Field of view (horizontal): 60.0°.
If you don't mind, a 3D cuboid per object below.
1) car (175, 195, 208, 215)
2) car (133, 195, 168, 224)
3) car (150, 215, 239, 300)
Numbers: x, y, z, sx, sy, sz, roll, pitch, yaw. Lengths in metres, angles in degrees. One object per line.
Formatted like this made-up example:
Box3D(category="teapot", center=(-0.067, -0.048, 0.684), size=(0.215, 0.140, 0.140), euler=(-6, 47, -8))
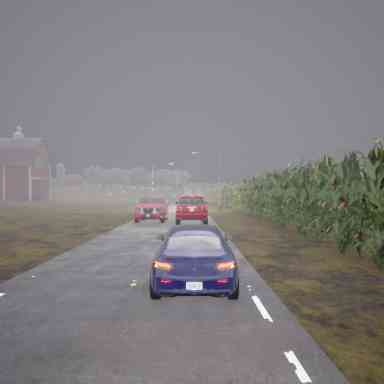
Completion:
Box3D(category="car", center=(-0.046, 1.246, 23.933), size=(2.150, 2.045, 5.566), euler=(0, 0, -1))
Box3D(category="car", center=(-2.993, 1.252, 25.323), size=(2.150, 2.045, 5.566), euler=(0, 0, 0))
Box3D(category="car", center=(0.061, 1.524, 8.289), size=(1.812, 1.442, 4.674), euler=(0, 0, 0))
